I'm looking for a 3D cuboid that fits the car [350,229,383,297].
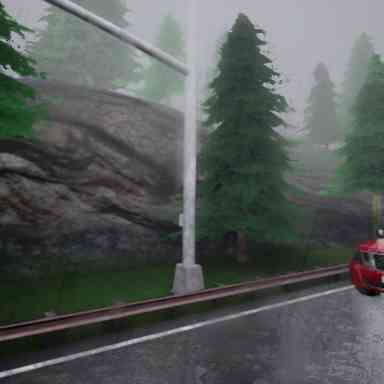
[{"bbox_3d":[6.337,1.550,8.476,5.566,2.045,2.150,2,-2,-35],"label":"car"}]
